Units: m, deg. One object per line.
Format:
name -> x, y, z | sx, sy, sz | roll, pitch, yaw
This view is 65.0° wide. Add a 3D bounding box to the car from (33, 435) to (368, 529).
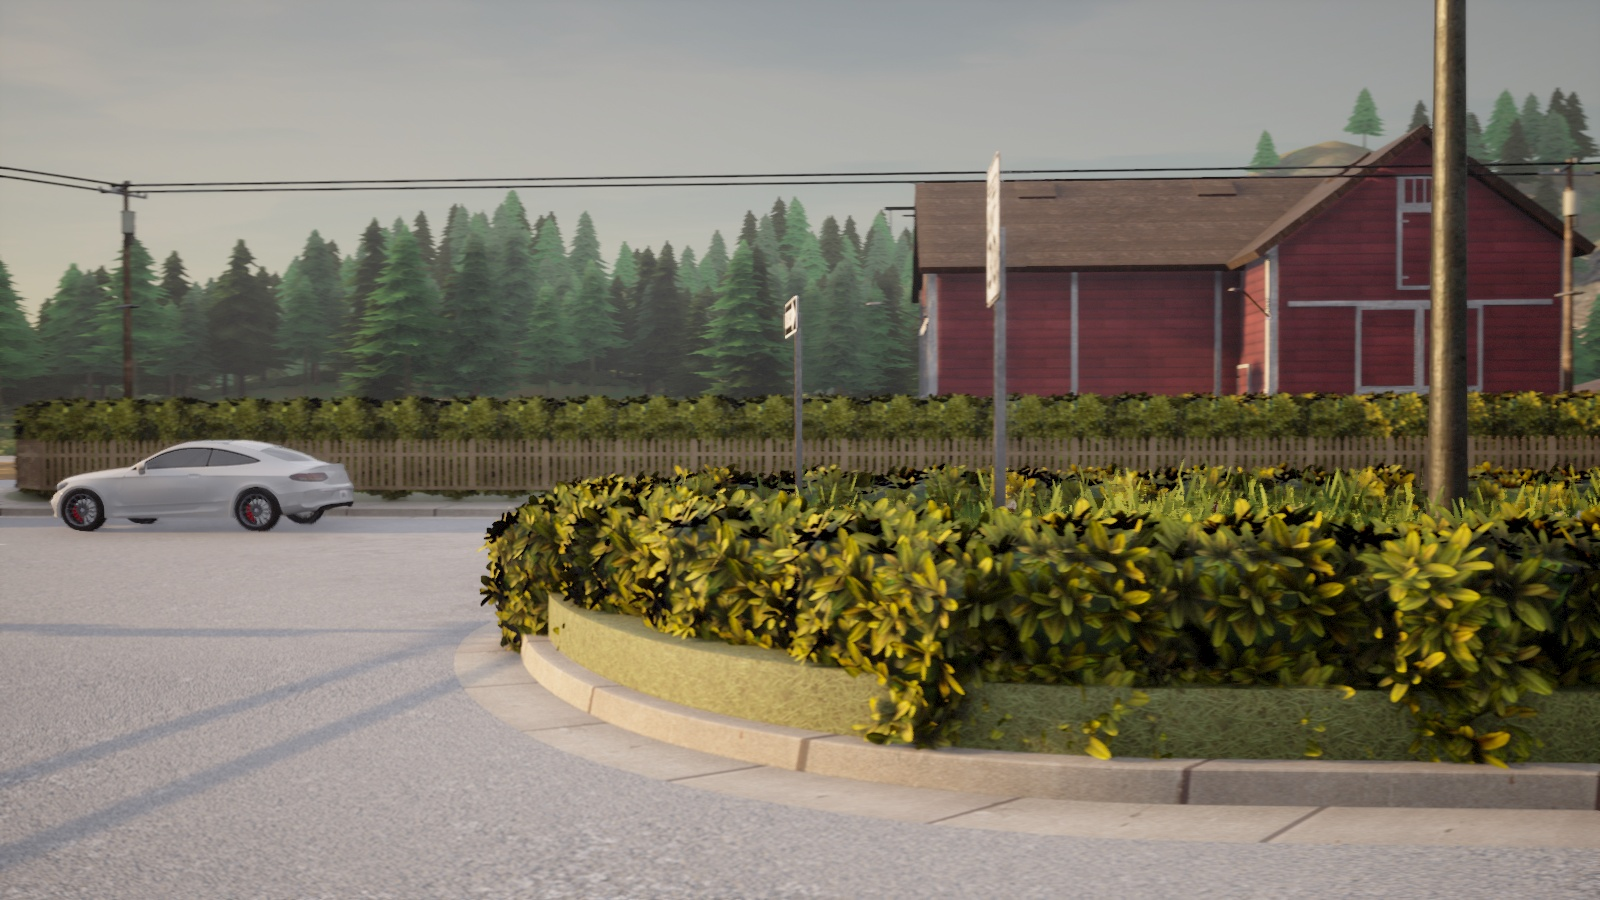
car -> -9.766, 0.487, 20.665 | 4.674, 1.442, 1.812 | 0, 1, 4
